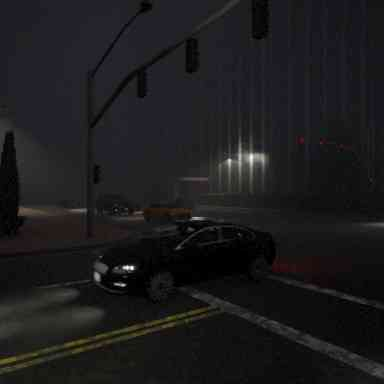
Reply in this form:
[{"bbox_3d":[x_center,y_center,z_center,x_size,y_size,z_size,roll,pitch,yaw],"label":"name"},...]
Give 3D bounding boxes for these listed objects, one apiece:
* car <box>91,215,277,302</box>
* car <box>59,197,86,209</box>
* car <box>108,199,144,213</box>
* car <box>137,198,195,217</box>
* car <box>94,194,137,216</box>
[{"bbox_3d":[0.029,1.491,8.323,4.902,1.511,2.128,0,0,-36],"label":"car"},{"bbox_3d":[-16.732,1.491,45.505,2.128,1.511,4.902,0,0,-36],"label":"car"},{"bbox_3d":[-7.888,1.545,39.253,2.033,1.411,5.357,0,0,-36],"label":"car"},{"bbox_3d":[-1.942,1.476,25.116,1.882,1.535,5.008,0,0,-36],"label":"car"},{"bbox_3d":[-7.683,1.215,33.014,2.150,2.045,5.566,0,1,-36],"label":"car"}]
